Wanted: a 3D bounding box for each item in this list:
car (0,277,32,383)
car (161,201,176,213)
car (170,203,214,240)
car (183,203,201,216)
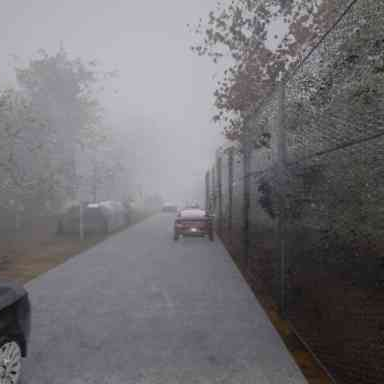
[{"bbox_3d":[-2.853,1.495,2.095,2.128,1.511,4.902,0,0,0],"label":"car"},{"bbox_3d":[-2.909,1.981,43.619,1.882,1.535,5.008,0,-1,0],"label":"car"},{"bbox_3d":[0.073,1.565,17.395,1.882,1.535,5.008,0,-1,0],"label":"car"},{"bbox_3d":[0.005,1.946,37.875,1.994,1.385,4.181,0,-1,0],"label":"car"}]
